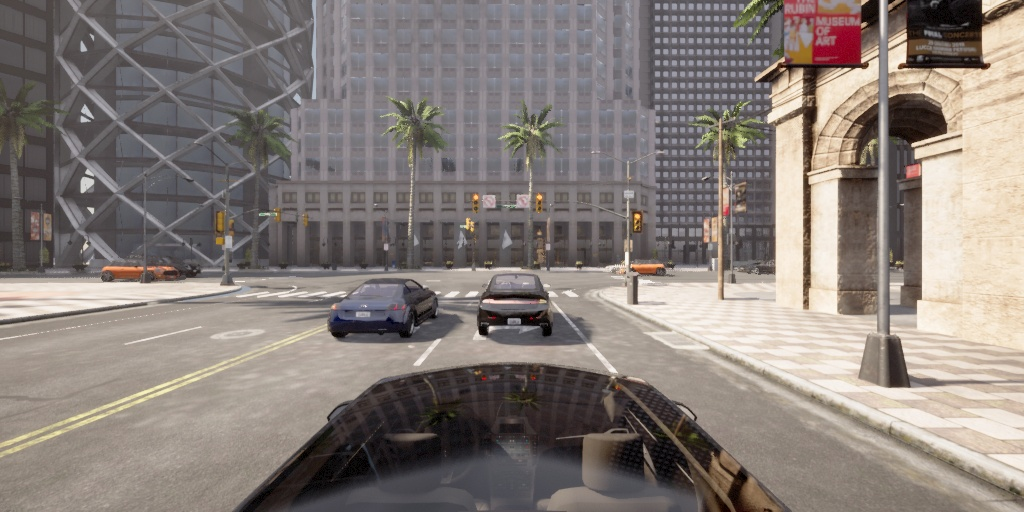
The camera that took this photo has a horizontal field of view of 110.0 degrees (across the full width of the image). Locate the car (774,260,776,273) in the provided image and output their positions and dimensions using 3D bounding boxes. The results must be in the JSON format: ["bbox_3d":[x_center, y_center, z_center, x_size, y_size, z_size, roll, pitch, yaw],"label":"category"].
[{"bbox_3d":[29.607,1.227,35.803,5.008,1.535,1.882,0,0,0],"label":"car"}]

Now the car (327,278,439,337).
[{"bbox_3d":[-3.419,1.314,10.261,1.994,1.385,4.181,0,0,0],"label":"car"}]

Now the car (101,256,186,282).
[{"bbox_3d":[-29.369,1.103,28.461,4.553,1.767,2.097,0,0,-4],"label":"car"}]

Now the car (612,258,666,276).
[{"bbox_3d":[12.818,1.102,35.844,4.553,1.767,2.097,0,0,0],"label":"car"}]

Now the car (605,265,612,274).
[{"bbox_3d":[12.578,1.276,39.357,4.674,1.442,1.812,0,0,0],"label":"car"}]

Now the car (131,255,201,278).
[{"bbox_3d":[-31.158,0.965,31.964,5.566,2.045,2.150,1,0,-3],"label":"car"}]

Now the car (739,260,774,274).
[{"bbox_3d":[27.617,1.256,39.309,4.892,1.490,1.837,0,0,0],"label":"car"}]

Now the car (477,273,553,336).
[{"bbox_3d":[0.118,1.241,10.392,2.128,1.511,4.902,0,0,2],"label":"car"}]
